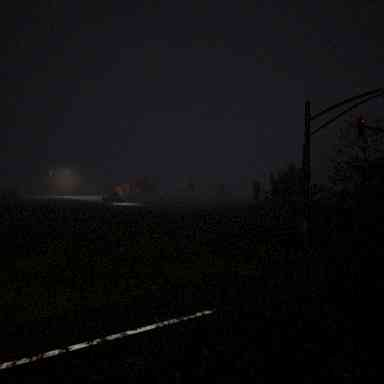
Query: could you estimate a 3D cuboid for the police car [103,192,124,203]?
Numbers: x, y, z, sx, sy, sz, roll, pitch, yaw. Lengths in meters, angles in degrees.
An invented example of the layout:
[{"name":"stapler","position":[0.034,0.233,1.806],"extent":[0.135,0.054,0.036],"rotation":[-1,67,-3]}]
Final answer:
[{"name":"police car","position":[-11.754,0.822,49.829],"extent":[2.038,1.542,4.974],"rotation":[1,0,-32]}]
